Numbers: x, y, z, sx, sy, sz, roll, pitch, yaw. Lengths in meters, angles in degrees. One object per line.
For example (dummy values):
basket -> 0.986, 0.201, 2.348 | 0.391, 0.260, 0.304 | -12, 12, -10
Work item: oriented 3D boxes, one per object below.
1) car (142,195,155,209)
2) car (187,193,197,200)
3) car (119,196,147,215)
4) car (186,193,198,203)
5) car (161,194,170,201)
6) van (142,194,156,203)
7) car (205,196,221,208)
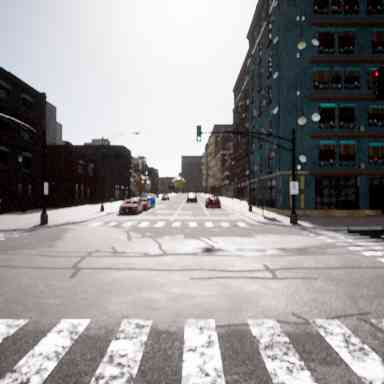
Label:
car -> -5.682, 1.326, 37.394 | 1.887, 1.381, 4.507 | 1, 0, 0
car -> -0.010, 0.952, 69.807 | 2.128, 1.511, 4.902 | 0, 0, 0
car -> -5.758, 1.360, 31.712 | 1.887, 1.381, 4.507 | 1, 0, 0
car -> -0.008, 1.216, 59.799 | 1.994, 1.385, 4.181 | 0, 0, 0
car -> -5.687, 1.167, 71.514 | 1.802, 1.307, 4.206 | 1, 0, 0
van -> -5.679, 1.090, 43.080 | 1.690, 1.788, 3.998 | 1, 0, 0
car -> 2.699, 1.188, 43.142 | 1.967, 1.590, 4.097 | 1, 0, 0
